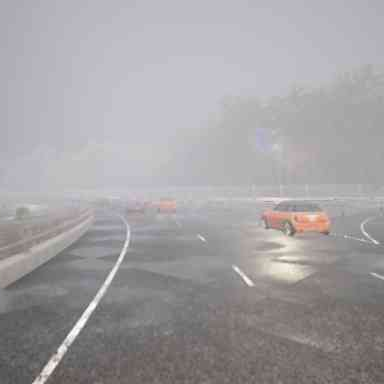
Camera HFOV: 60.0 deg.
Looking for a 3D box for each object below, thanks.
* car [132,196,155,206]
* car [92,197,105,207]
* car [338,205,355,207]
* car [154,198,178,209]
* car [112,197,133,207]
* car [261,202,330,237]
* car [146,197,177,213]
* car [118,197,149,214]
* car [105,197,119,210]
[{"bbox_3d":[-8.262,1.502,56.156,2.128,1.511,4.902,0,0,-32],"label":"car"},{"bbox_3d":[-14.331,1.562,52.669,1.837,1.490,4.892,0,0,-32],"label":"car"},{"bbox_3d":[21.023,1.384,45.149,4.181,1.385,1.994,0,0,4],"label":"car"},{"bbox_3d":[-3.781,1.550,47.544,1.994,1.385,4.181,0,0,-27],"label":"car"},{"bbox_3d":[-11.365,1.598,54.521,1.994,1.385,4.181,0,0,-32],"label":"car"},{"bbox_3d":[5.355,1.298,17.888,2.097,1.767,4.553,-1,0,-10],"label":"car"},{"bbox_3d":[-3.329,1.343,37.496,2.097,1.767,4.553,0,0,-20],"label":"car"},{"bbox_3d":[-6.250,1.578,35.265,1.994,1.385,4.181,0,0,-20],"label":"car"},{"bbox_3d":[-9.534,1.578,43.353,2.033,1.411,5.357,0,0,-24],"label":"car"}]
